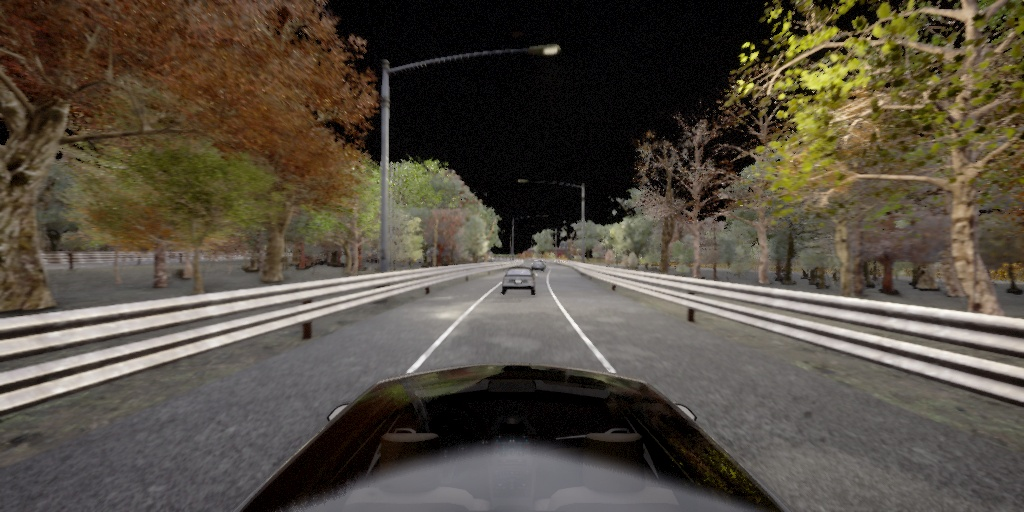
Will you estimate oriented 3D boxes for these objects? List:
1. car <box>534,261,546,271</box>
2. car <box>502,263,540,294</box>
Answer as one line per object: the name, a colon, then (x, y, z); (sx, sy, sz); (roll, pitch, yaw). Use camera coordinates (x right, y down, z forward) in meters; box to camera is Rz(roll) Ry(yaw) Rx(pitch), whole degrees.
car: (3.981, 1.488, 53.643); (1.994, 1.385, 4.181); (0, 0, 7)
car: (0.482, 1.345, 20.849); (2.033, 1.411, 5.357); (0, 0, 4)
